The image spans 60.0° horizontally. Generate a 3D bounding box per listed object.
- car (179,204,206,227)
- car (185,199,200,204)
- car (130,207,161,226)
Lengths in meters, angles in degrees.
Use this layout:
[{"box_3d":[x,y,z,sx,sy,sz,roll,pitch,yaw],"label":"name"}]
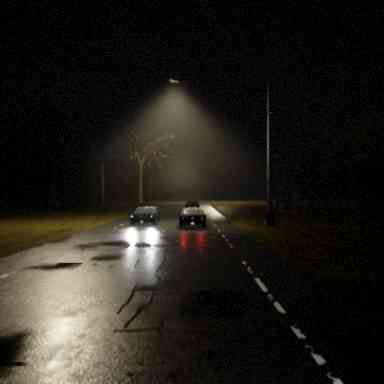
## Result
[{"box_3d":[0.047,1.823,24.502,1.895,1.301,4.718,0,0,0],"label":"car"},{"box_3d":[0.057,1.744,43.365,1.837,1.490,4.892,0,0,0],"label":"car"},{"box_3d":[-3.588,1.831,25.998,1.895,1.301,4.718,0,0,0],"label":"car"}]
